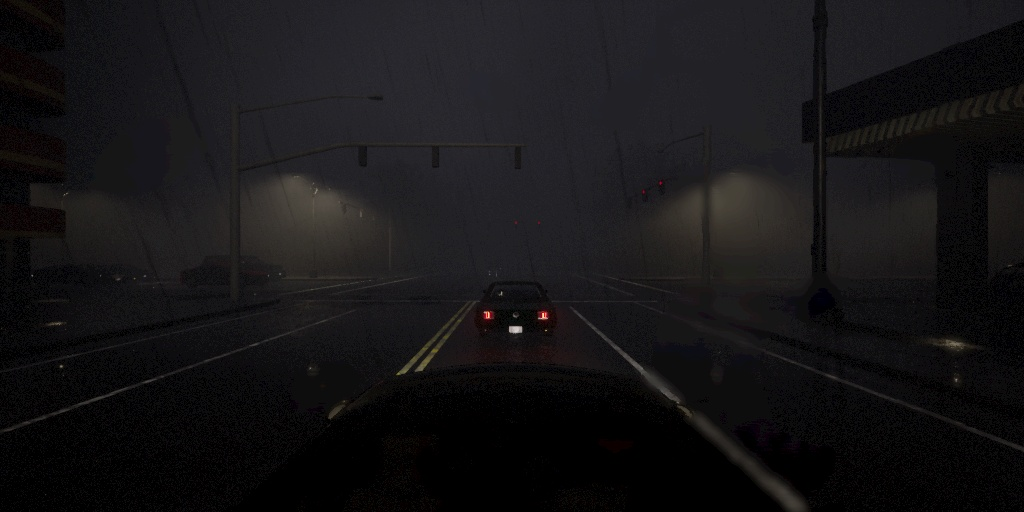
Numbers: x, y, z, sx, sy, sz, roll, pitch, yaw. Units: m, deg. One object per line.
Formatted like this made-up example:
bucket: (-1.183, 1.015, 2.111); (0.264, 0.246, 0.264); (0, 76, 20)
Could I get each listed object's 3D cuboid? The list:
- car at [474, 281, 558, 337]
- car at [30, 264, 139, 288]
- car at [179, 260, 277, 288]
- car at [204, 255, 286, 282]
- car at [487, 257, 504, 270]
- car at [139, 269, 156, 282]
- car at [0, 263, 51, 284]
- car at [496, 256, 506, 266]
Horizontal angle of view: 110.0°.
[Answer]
car: (0.099, 1.351, 10.218); (1.895, 1.301, 4.718); (0, 0, 0)
car: (-27.830, 1.241, 23.164); (4.902, 1.511, 2.128); (0, 0, 1)
car: (-18.327, 1.228, 22.989); (5.008, 1.535, 1.882); (0, 0, 1)
car: (-19.887, 0.971, 26.537); (5.566, 2.045, 2.150); (0, 0, 1)
car: (-2.709, 1.241, 53.963); (2.128, 1.511, 4.902); (0, 0, 1)
car: (-29.305, 1.314, 26.688); (4.181, 1.385, 1.994); (0, 0, 0)
car: (-37.987, 1.276, 26.856); (4.674, 1.442, 1.812); (0, 0, 1)
car: (-2.586, 1.241, 64.147); (2.128, 1.511, 4.902); (0, 0, 1)
